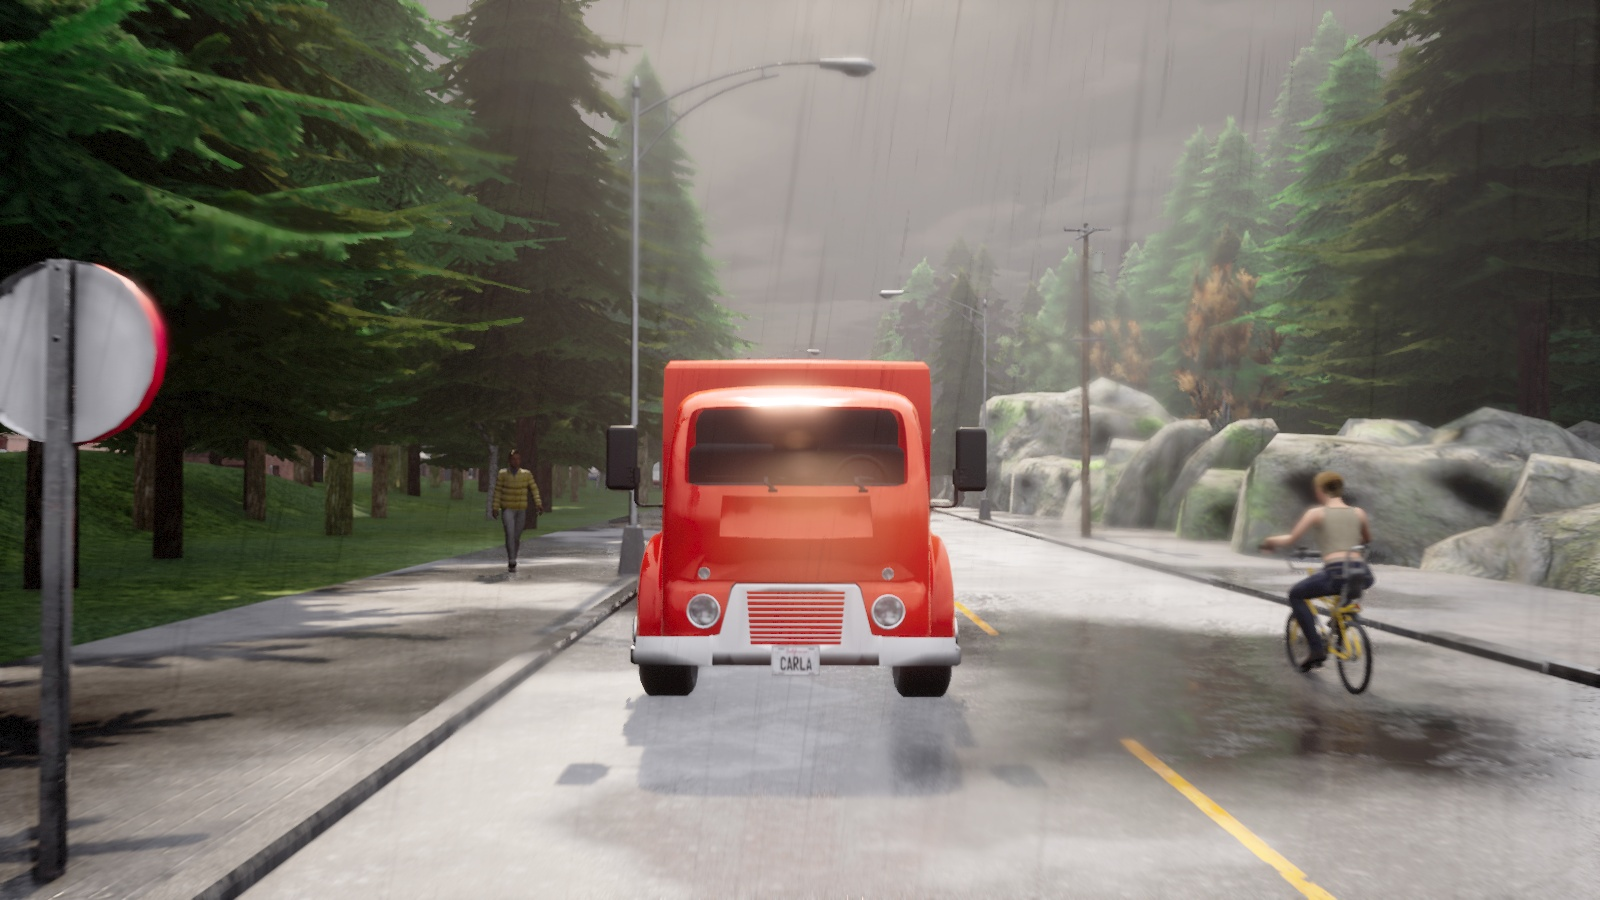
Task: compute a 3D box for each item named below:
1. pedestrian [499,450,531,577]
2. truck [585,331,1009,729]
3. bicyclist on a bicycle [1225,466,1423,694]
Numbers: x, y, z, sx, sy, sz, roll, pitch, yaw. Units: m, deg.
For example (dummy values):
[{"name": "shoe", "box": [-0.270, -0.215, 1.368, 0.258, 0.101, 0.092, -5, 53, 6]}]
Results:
[{"name": "pedestrian", "box": [-4.232, 0.929, 18.617, 0.431, 1.840, 0.709, 0, -1, -16]}, {"name": "truck", "box": [-0.025, 0.548, 10.416, 2.627, 2.467, 5.204, 0, -1, 0]}, {"name": "bicyclist on a bicycle", "box": [3.981, 0.940, 9.679, 0.866, 1.612, 1.509, 0, -1, 0]}]
